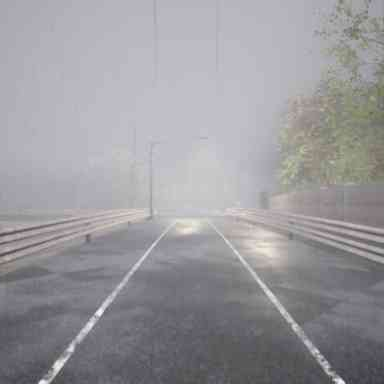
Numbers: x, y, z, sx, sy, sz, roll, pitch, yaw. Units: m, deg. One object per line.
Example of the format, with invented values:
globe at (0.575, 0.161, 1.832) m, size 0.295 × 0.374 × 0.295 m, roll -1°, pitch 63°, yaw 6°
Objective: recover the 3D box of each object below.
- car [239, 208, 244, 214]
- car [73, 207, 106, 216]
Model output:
car at (11.847, 4.723, 83.983) m, size 2.097 × 1.767 × 4.553 m, roll -1°, pitch -3°, yaw 21°
car at (-14.250, 2.955, 47.171) m, size 5.008 × 1.535 × 1.882 m, roll 3°, pitch -4°, yaw -44°
